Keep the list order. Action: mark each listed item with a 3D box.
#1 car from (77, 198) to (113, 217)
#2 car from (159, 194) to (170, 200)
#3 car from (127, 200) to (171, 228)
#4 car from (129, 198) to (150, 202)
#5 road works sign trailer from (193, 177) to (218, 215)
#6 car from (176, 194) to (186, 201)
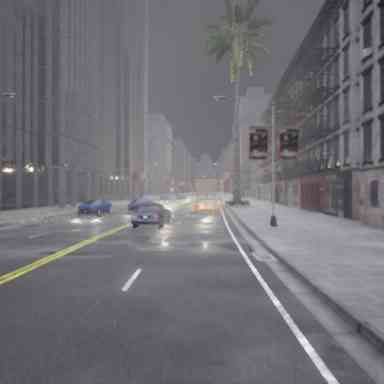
[{"bbox_3d":[-8.669,1.334,30.007,1.882,1.535,5.008,0,0,4],"label":"car"},{"bbox_3d":[-5.809,1.186,71.124,1.994,1.385,4.181,0,0,4],"label":"car"},{"bbox_3d":[-2.499,1.449,21.282,2.033,1.411,5.357,0,0,3],"label":"car"},{"bbox_3d":[-5.164,1.317,33.659,1.882,1.535,5.008,0,0,4],"label":"car"},{"bbox_3d":[1.328,0.315,31.921,2.380,3.560,2.880,0,0,4],"label":"road works sign trailer"},{"bbox_3d":[-2.361,1.136,73.973,2.033,1.411,5.357,0,0,4],"label":"car"}]
